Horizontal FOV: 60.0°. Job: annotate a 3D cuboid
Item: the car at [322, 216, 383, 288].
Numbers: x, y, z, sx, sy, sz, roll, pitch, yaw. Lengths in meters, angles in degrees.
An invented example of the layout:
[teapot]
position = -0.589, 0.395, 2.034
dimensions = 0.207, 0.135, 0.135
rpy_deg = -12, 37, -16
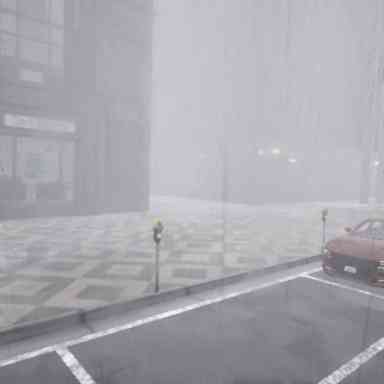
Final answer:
[car]
position = 4.878, 1.273, 8.018
dimensions = 4.507, 1.381, 1.887
rpy_deg = -1, 4, -40
